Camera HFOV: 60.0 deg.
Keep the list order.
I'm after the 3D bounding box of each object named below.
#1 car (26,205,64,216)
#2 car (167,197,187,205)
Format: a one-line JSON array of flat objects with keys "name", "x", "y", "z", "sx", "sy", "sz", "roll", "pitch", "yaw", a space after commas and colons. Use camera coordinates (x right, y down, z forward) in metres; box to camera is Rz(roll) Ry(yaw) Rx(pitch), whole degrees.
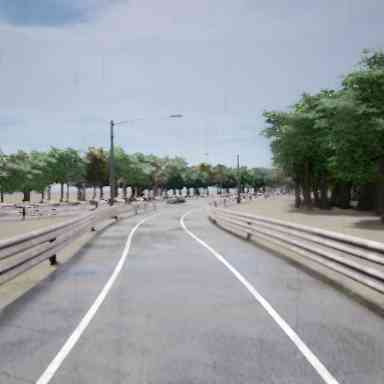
[{"name": "car", "x": -19.719, "y": 2.369, "z": 44.841, "sx": 1.895, "sy": 1.301, "sz": 4.718, "roll": 0, "pitch": 1, "yaw": 33}, {"name": "car", "x": -3.167, "y": 1.842, "z": 69.928, "sx": 2.033, "sy": 1.411, "sz": 5.357, "roll": 0, "pitch": 1, "yaw": 33}]
